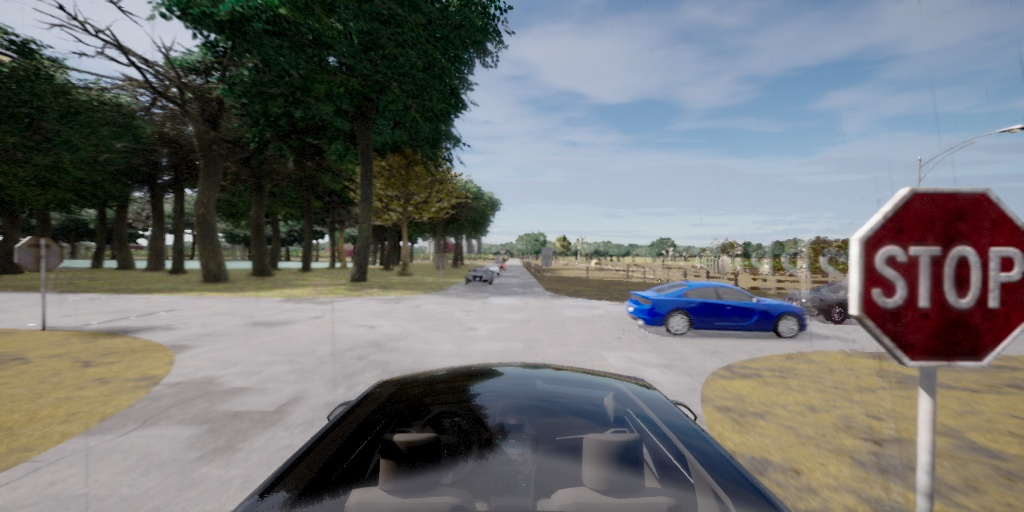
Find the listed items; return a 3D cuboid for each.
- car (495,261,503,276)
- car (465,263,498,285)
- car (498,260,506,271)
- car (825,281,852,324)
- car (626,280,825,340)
[{"bbox_3d":[-2.350,1.586,41.607,1.812,1.442,4.674,0,-1,1],"label":"car"},{"bbox_3d":[-2.489,1.524,28.443,1.994,1.385,4.181,0,0,1],"label":"car"},{"bbox_3d":[-2.090,1.538,59.972,2.097,1.767,4.553,0,0,1],"label":"car"},{"bbox_3d":[12.999,1.691,13.633,4.892,1.490,1.837,1,1,-1],"label":"car"},{"bbox_3d":[6.069,1.517,10.864,5.008,1.535,1.882,1,1,0],"label":"car"}]
